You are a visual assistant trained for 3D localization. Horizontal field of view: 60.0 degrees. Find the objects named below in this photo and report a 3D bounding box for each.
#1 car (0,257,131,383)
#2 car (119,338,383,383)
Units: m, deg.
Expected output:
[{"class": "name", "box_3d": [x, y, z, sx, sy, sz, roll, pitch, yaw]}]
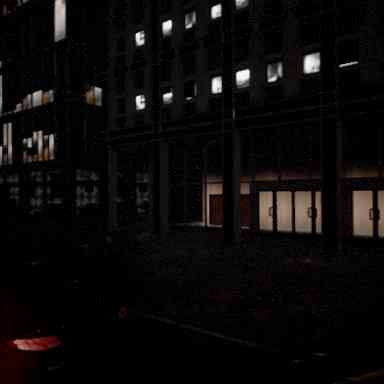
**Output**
[{"class": "car", "box_3d": [-2.693, 1.627, 4.794, 4.206, 1.307, 1.802, -1, 0, 35]}, {"class": "car", "box_3d": [1.907, 1.558, 1.515, 4.313, 1.339, 1.947, -1, 0, 35]}]
